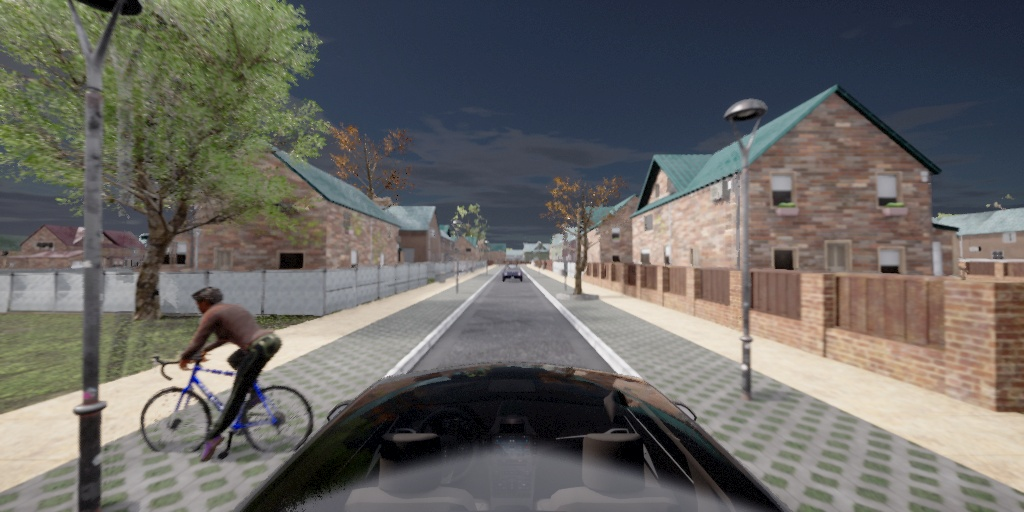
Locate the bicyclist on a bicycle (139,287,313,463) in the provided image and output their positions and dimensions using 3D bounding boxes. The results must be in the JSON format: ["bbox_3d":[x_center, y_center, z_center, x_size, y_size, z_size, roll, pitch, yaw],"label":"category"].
[{"bbox_3d":[-2.716,1.114,3.405,1.656,1.620,0.582,-1,-1,0],"label":"bicyclist on a bicycle"}]

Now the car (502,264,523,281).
[{"bbox_3d":[0.064,1.654,33.866,1.895,1.301,4.718,0,-1,0],"label":"car"}]
